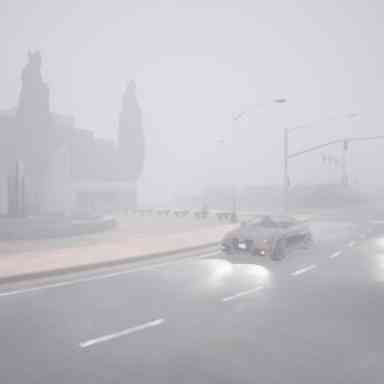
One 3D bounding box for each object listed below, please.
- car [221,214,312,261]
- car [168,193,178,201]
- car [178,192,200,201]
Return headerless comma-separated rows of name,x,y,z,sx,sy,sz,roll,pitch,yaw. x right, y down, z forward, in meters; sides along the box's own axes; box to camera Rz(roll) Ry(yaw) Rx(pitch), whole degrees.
car,2.859,1.539,12.235,1.994,1.385,4.181,0,0,39
car,-3.005,1.068,77.252,1.905,1.878,3.866,0,0,36
car,-0.673,1.302,75.535,1.970,1.475,3.806,0,0,36
